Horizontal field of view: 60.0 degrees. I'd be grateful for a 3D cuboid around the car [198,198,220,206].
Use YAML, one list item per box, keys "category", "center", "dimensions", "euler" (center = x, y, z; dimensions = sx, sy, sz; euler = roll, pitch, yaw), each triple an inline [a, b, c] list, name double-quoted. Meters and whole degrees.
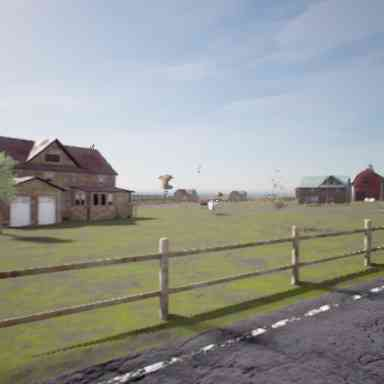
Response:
- category: "car"
  center: [3.502, 2.124, 68.711]
  dimensions: [4.553, 1.767, 2.097]
  euler: [-1, -1, 44]
